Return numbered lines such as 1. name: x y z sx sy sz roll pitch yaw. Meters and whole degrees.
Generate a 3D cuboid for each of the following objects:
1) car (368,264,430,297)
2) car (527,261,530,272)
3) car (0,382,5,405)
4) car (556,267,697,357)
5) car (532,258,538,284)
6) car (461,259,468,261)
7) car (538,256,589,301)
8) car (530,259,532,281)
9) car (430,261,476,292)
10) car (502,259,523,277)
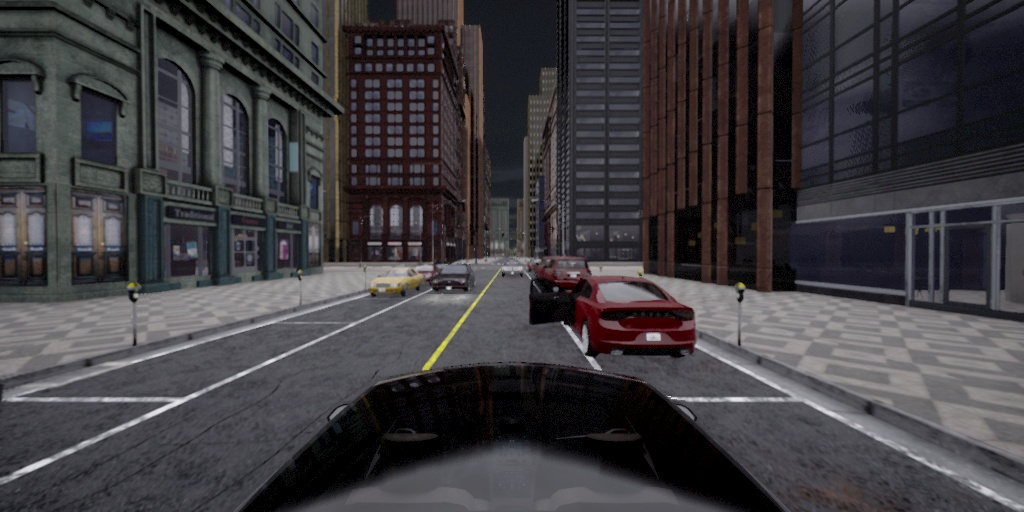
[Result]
1. car: -5.763 1.168 18.303 1.751 1.417 4.829 0 0 0
2. car: 2.761 0.950 41.020 1.967 1.591 4.097 0 0 0
3. car: -5.763 1.301 1.563 2.007 1.370 4.403 0 0 0
4. car: 2.361 1.184 8.453 1.882 1.535 5.008 0 0 0
5. car: 2.762 0.924 24.112 2.192 1.841 5.009 0 0 0
6. car: -5.764 1.108 35.382 1.948 1.339 4.313 0 0 0
7. car: 2.762 0.958 18.476 2.192 1.841 5.009 0 0 0
8. car: 2.761 1.141 29.748 1.948 1.339 4.313 0 0 0
9. car: -3.101 1.180 20.253 2.033 1.411 5.357 0 0 0
10. car: 0.055 1.157 32.991 1.895 1.301 4.718 0 0 0
